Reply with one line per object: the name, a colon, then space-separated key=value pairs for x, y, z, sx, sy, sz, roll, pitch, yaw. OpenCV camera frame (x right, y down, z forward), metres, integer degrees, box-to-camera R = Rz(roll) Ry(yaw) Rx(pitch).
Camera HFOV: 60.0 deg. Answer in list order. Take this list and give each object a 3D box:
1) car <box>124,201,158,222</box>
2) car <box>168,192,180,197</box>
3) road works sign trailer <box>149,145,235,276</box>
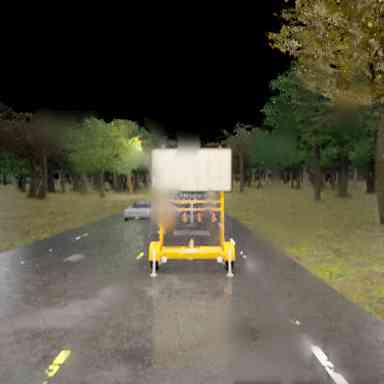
car: x=-3.600 y=1.363 z=24.006 sx=1.895 sy=1.301 sz=4.718 roll=0 pitch=1 yaw=0
car: x=-3.521 y=-0.028 z=65.953 sx=2.097 sy=1.767 sz=4.553 roll=0 pitch=2 yaw=0
road works sign trailer: x=0.000 y=0.399 z=10.083 sx=2.380 sy=3.560 sz=2.880 roll=0 pitch=1 yaw=0
